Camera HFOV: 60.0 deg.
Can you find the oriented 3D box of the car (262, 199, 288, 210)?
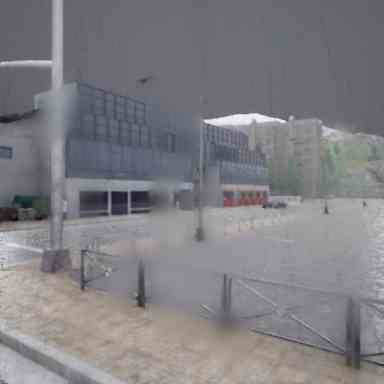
[{"bbox_3d":[11.287,1.593,45.024,2.033,1.411,5.357,1,0,36],"label":"car"}]
